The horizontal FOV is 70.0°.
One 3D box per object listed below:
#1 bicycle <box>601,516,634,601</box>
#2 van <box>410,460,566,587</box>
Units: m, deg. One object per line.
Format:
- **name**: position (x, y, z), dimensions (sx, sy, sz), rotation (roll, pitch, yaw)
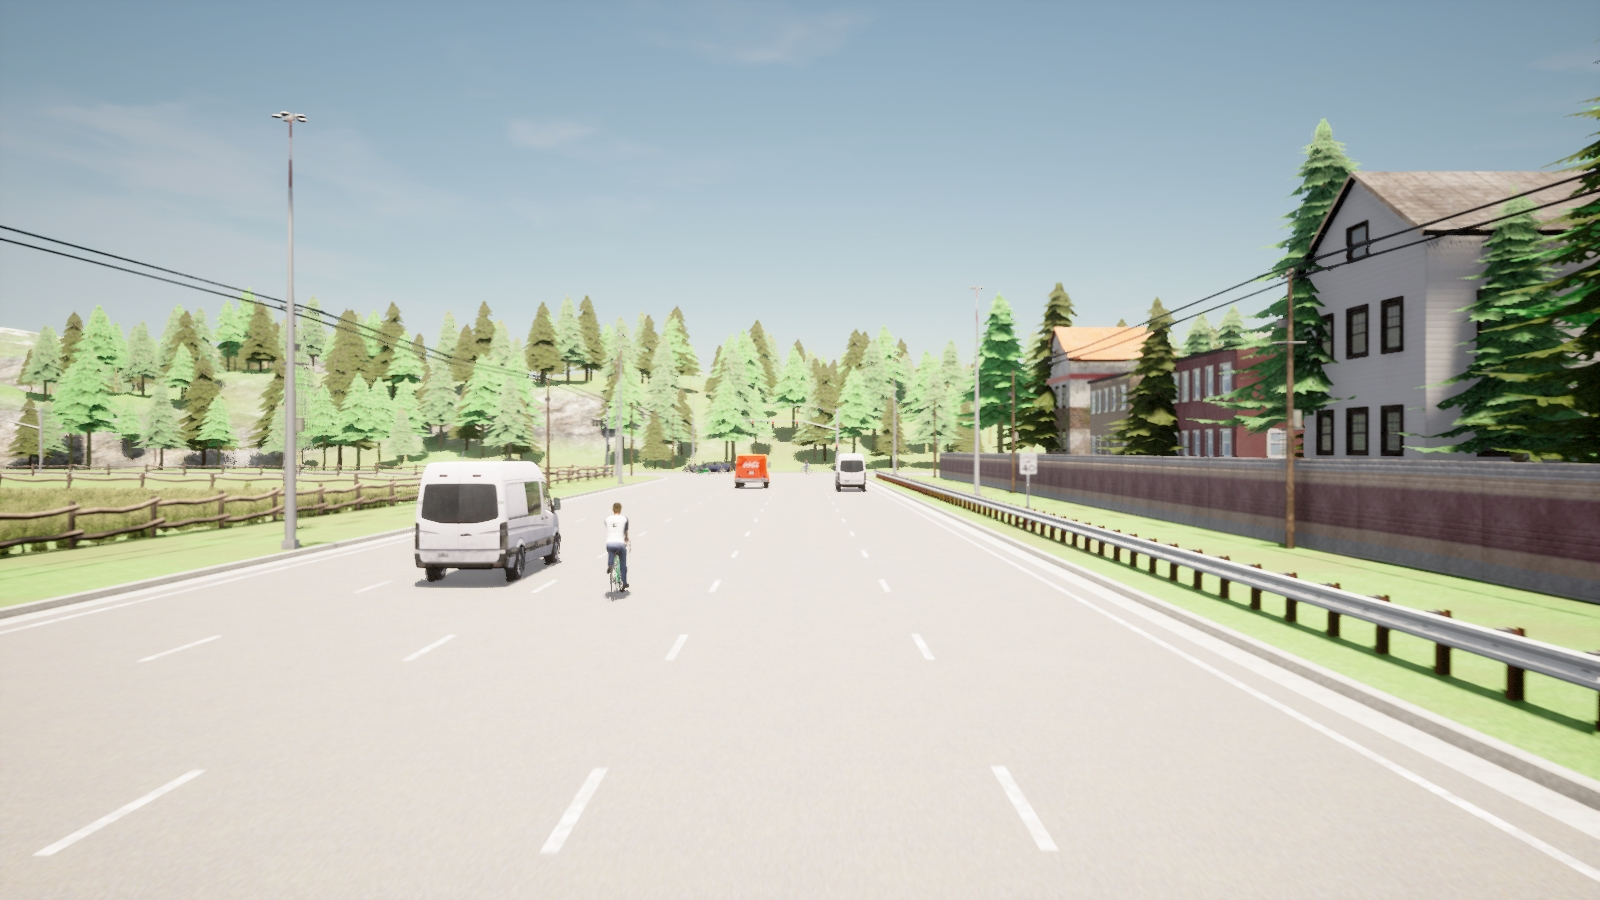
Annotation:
- **bicycle**: position (-3.500, 2.056, 21.971), dimensions (0.373, 1.496, 1.643), rotation (0, 0, 0)
- **van**: position (-6.997, 1.534, 26.356), dimensions (1.988, 2.561, 5.915), rotation (0, 0, 0)
